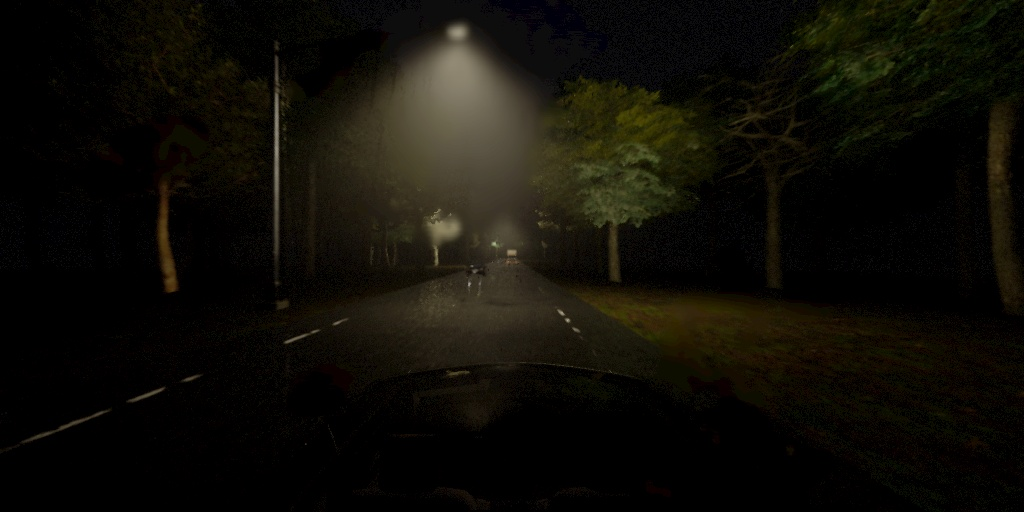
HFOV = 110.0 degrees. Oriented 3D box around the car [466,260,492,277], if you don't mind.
[{"bbox_3d":[-3.586,1.296,36.895,2.128,1.511,4.902,0,0,0],"label":"car"}]
